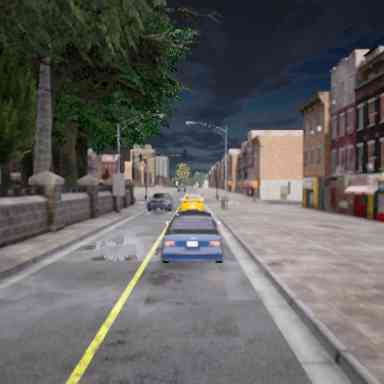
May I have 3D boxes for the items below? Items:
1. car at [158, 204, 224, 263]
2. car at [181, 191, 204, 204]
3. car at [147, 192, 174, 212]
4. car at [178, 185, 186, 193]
[{"bbox_3d":[0.031,1.351,11.162,2.033,1.411,5.357,0,1,1],"label":"car"},{"bbox_3d":[0.060,0.955,29.036,1.882,1.535,5.008,0,1,0],"label":"car"},{"bbox_3d":[-2.788,0.807,30.199,2.097,1.767,4.553,0,1,1],"label":"car"},{"bbox_3d":[-2.723,-0.917,90.139,2.150,2.045,5.566,0,2,0],"label":"car"}]
